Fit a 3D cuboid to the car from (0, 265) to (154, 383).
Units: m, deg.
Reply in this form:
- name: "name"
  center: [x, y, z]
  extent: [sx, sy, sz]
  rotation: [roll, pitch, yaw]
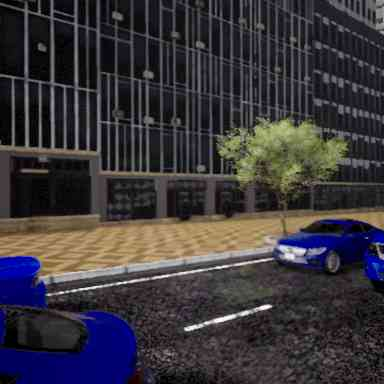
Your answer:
- name: "car"
  center: [-2.447, 1.518, 1.853]
  extent: [4.674, 1.442, 1.812]
  rotation: [1, 0, -35]

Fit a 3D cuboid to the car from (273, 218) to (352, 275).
- name: "car"
  center: [4.703, 1.609, 10.909]
  extent: [4.674, 1.442, 1.812]
  rotation: [1, 0, -35]

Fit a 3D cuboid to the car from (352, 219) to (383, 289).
- name: "car"
  center: [6.567, 1.304, 8.247]
  extent: [5.566, 2.045, 2.150]
  rotation: [1, 0, -35]

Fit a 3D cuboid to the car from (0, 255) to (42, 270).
- name: "car"
  center: [-4.607, 1.467, 4.305]
  extent: [5.008, 1.535, 1.882]
  rotation: [1, -1, -35]
